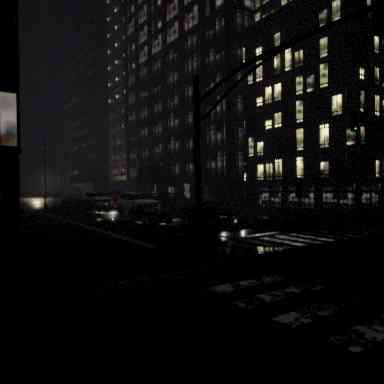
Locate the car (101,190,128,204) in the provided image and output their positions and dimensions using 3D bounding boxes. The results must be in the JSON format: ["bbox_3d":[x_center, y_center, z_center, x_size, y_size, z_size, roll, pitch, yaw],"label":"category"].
[{"bbox_3d":[-12.026,0.732,51.043,2.150,2.045,5.566,-1,1,-35],"label":"car"}]

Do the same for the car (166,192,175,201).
[{"bbox_3d":[-3.661,0.962,38.185,2.192,1.841,5.009,-1,1,-35],"label":"car"}]

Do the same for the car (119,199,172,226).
[{"bbox_3d":[-2.911,1.454,22.378,2.008,1.369,4.403,-1,1,-35],"label":"car"}]

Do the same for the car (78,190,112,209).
[{"bbox_3d":[-10.930,0.926,38.534,2.150,2.045,5.566,-1,1,-35],"label":"car"}]

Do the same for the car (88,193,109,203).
[{"bbox_3d":[-15.950,0.918,56.806,1.882,1.535,5.008,-1,1,-35],"label":"car"}]

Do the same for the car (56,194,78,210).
[{"bbox_3d":[-13.739,1.288,38.047,2.008,1.369,4.403,-1,1,-35],"label":"car"}]

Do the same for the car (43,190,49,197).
[{"bbox_3d":[-35.663,0.686,84.644,2.008,1.369,4.403,-1,1,-35],"label":"car"}]

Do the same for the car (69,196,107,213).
[{"bbox_3d":[-10.537,1.353,33.401,1.947,1.339,4.313,-1,1,-35],"label":"car"}]

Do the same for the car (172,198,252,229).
[{"bbox_3d":[1.099,1.381,21.057,2.128,1.511,4.902,-1,1,-35],"label":"car"}]

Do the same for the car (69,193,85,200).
[{"bbox_3d":[-22.862,0.887,66.062,1.887,1.381,4.507,-1,1,-35],"label":"car"}]

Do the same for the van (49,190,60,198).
[{"bbox_3d":[-32.463,0.529,79.996,1.690,1.788,3.998,-1,1,-35],"label":"van"}]

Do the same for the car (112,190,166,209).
[{"bbox_3d":[-4.861,1.020,29.704,2.150,2.045,5.566,-1,1,-35],"label":"car"}]

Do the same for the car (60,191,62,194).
[{"bbox_3d":[-26.063,0.731,70.706,1.967,1.590,4.097,-1,1,-35],"label":"car"}]

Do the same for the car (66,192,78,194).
[{"bbox_3d":[-19.329,1.081,56.180,1.895,1.301,4.718,-1,1,-35],"label":"car"}]
